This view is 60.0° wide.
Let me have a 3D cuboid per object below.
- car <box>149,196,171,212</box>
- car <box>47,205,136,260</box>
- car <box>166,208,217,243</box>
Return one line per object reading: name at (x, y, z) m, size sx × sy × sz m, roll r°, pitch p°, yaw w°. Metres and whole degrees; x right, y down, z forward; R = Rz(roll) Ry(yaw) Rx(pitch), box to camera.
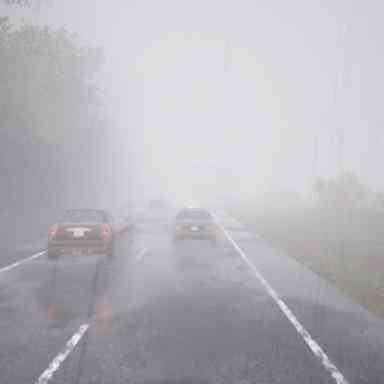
car at (-3.402, 1.214, 34.876) m, size 1.837 × 1.490 × 4.892 m, roll 0°, pitch 0°, yaw 0°
car at (-3.401, 1.253, 12.108) m, size 2.097 × 1.767 × 4.553 m, roll 0°, pitch 0°, yaw 0°
car at (0.099, 1.423, 15.181) m, size 2.033 × 1.411 × 5.357 m, roll 0°, pitch 0°, yaw 0°
